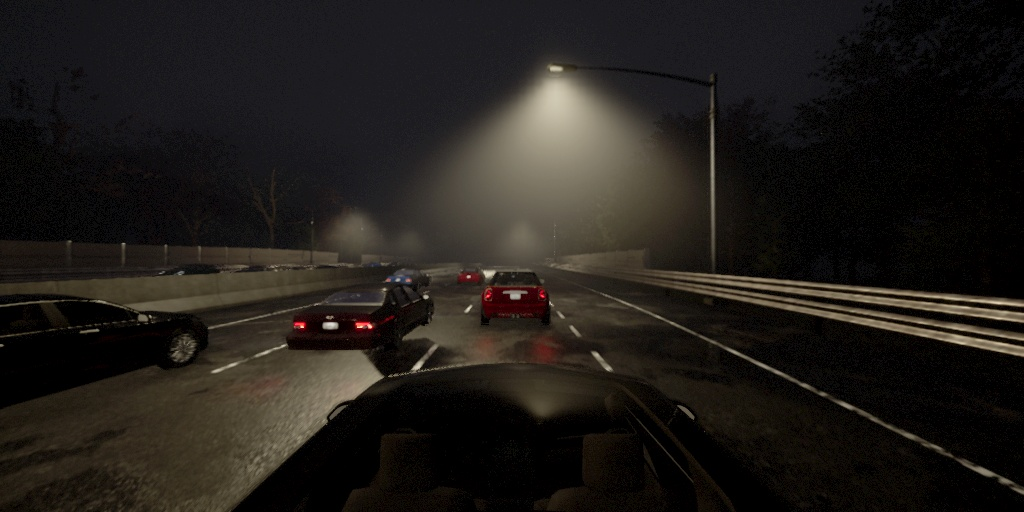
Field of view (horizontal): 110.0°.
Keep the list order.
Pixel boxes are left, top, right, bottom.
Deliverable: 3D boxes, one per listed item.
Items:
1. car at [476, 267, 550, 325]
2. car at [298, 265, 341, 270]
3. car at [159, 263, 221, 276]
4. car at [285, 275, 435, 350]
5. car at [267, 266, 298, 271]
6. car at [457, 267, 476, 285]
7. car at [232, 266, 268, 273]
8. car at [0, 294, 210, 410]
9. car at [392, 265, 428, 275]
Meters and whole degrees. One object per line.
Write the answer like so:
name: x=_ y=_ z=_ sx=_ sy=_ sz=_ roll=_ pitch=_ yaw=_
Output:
car: x=0.099 y=1.219 z=12.551 sx=2.097 sy=1.767 sz=4.553 roll=0 pitch=-1 yaw=0
car: x=-17.599 y=1.614 z=33.848 sx=1.837 sy=1.490 sz=4.892 roll=0 pitch=-1 yaw=0
car: x=-28.097 y=1.434 z=31.445 sx=2.097 sy=1.767 sz=4.553 roll=0 pitch=-1 yaw=0
car: x=-3.400 y=1.378 z=9.227 sx=2.033 sy=1.411 sz=5.357 roll=0 pitch=-1 yaw=0
car: x=-21.096 y=1.685 z=34.805 sx=1.994 sy=1.385 sz=4.181 roll=0 pitch=-1 yaw=0
car: x=-3.402 y=1.632 z=30.350 sx=1.994 sy=1.385 sz=4.181 roll=0 pitch=-1 yaw=0
car: x=-24.600 y=1.665 z=34.571 sx=2.033 sy=1.411 sz=5.357 roll=0 pitch=-1 yaw=0
car: x=-6.901 y=1.292 z=5.076 sx=1.837 sy=1.490 sz=4.892 roll=0 pitch=0 yaw=0
car: x=-6.903 y=1.546 z=24.259 sx=2.033 sy=1.411 sz=5.357 roll=0 pitch=-1 yaw=0
